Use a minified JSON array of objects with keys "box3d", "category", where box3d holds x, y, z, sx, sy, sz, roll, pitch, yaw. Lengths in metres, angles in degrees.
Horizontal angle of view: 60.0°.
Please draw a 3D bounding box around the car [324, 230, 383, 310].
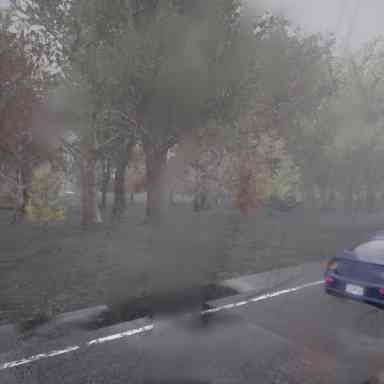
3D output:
[{"box3d":[4.688,1.528,7.101,4.674,1.442,1.812,0,0,-36],"category":"car"}]
